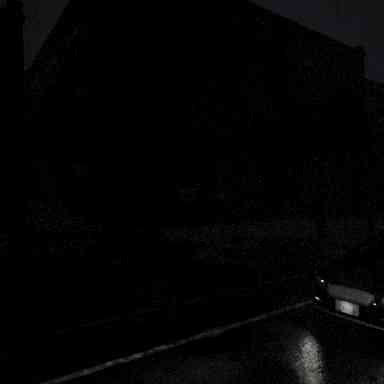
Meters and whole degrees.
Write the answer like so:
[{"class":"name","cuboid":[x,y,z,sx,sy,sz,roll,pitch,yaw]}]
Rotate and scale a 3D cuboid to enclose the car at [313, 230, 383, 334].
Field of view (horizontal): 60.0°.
[{"class":"car","cuboid":[4.348,1.497,6.482,4.902,1.511,2.128,0,0,-35]}]
